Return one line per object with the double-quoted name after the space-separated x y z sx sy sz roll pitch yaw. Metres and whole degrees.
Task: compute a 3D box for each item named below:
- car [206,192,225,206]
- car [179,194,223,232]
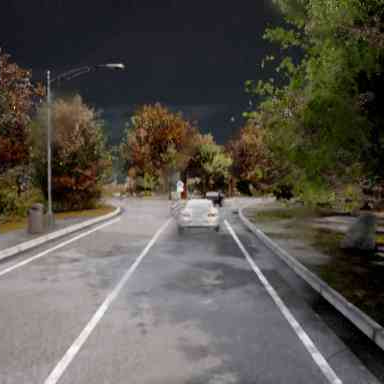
2.206 0.711 33.215 1.882 1.535 5.008 0 0 10 "car"
0.362 1.049 16.195 1.812 1.442 4.674 0 2 2 "car"
